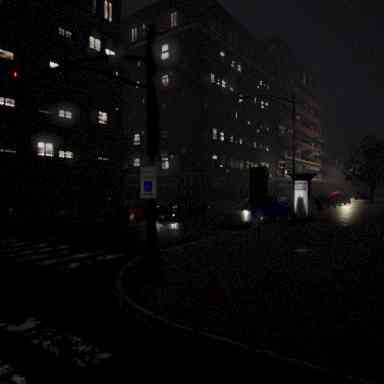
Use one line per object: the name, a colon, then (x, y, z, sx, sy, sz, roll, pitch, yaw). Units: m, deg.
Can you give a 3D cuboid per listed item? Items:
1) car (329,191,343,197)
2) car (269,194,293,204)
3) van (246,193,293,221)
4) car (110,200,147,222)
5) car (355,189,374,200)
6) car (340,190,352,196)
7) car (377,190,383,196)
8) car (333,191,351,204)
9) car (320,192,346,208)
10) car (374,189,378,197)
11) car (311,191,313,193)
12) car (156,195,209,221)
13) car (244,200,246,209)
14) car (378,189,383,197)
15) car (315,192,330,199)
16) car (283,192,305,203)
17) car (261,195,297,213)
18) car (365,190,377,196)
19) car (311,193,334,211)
car: (32.262, 0.423, 74.473, 1.887, 1.381, 4.507, 1, 1, 36)
car: (12.574, 0.928, 46.906, 1.802, 1.307, 4.206, 1, 1, 36)
van: (5.695, 1.006, 23.708, 1.690, 1.788, 3.998, 1, 1, 36)
car: (-3.832, 1.277, 23.931, 1.887, 1.381, 4.507, 1, 1, 36)
car: (28.688, 0.561, 55.907, 1.967, 1.590, 4.097, 1, 1, 36)
car: (38.824, 0.273, 83.662, 2.008, 1.369, 4.403, 1, 1, 36)
car: (45.111, 0.313, 78.907, 1.802, 1.307, 4.206, 1, 1, 36)
car: (18.834, 0.921, 42.111, 1.947, 1.339, 4.313, 1, 1, 36)
car: (15.549, 0.977, 37.511, 1.887, 1.381, 4.507, 1, 1, 36)
car: (31.973, 0.588, 60.509, 1.887, 1.381, 4.507, 1, 1, 36)
car: (16.541, 0.906, 48.063, 2.033, 1.411, 5.357, 0, 1, 36)
car: (-0.681, 1.058, 24.118, 2.097, 1.767, 4.553, 0, 1, 36)
car: (7.300, 0.871, 35.280, 2.097, 1.767, 4.553, 0, 1, 36)
car: (41.827, 0.354, 74.307, 1.887, 1.381, 4.507, 1, 1, 36)
car: (25.699, 0.616, 65.284, 1.802, 1.307, 4.206, 1, 1, 36)
car: (15.757, 0.796, 51.361, 1.752, 1.417, 4.829, 1, 1, 36)
car: (8.459, 1.074, 32.014, 1.812, 1.442, 4.674, 0, 1, 36)
car: (44.217, 0.213, 82.085, 1.994, 1.385, 4.181, 0, 1, 36)
car: (12.264, 1.076, 32.912, 1.947, 1.339, 4.313, 1, 1, 36)
